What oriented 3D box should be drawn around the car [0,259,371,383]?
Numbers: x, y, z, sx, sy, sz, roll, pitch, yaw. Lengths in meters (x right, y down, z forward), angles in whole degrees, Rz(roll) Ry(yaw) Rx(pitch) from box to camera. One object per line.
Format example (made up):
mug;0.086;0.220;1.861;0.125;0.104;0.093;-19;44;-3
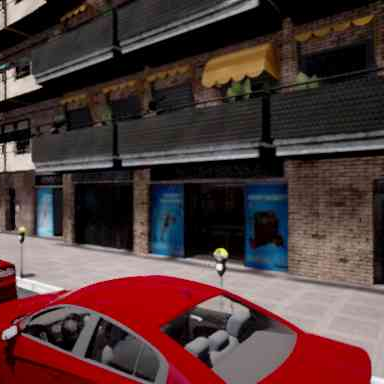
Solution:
car;-0.670;1.555;3.350;4.507;1.381;1.887;0;0;35
